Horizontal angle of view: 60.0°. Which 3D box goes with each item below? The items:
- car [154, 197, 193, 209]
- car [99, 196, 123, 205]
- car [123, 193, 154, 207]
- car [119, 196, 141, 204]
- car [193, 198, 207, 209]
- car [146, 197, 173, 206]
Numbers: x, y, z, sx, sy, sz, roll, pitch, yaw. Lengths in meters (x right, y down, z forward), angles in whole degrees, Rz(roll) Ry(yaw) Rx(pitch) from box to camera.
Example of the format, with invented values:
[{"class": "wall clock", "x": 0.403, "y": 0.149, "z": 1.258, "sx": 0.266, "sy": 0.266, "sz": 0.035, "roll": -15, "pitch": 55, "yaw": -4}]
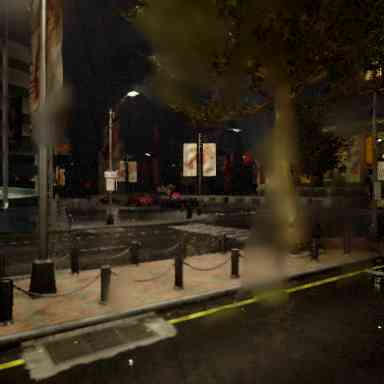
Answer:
[{"class": "car", "x": -2.594, "y": 1.588, "z": 45.564, "sx": 2.033, "sy": 1.411, "sz": 5.357, "roll": 0, "pitch": 0, "yaw": -35}, {"class": "car", "x": -15.238, "y": 1.516, "z": 61.649, "sx": 5.008, "sy": 1.535, "sz": 1.882, "roll": 0, "pitch": 0, "yaw": 42}, {"class": "car", "x": -8.541, "y": 1.261, "z": 53.839, "sx": 2.150, "sy": 2.045, "sz": 5.566, "roll": 0, "pitch": 0, "yaw": -37}, {"class": "car", "x": -11.880, "y": 1.570, "z": 63.437, "sx": 1.812, "sy": 1.442, "sz": 4.674, "roll": 0, "pitch": 0, "yaw": -44}, {"class": "car", "x": 0.153, "y": 1.538, "z": 47.721, "sx": 2.128, "sy": 1.511, "sz": 4.902, "roll": 0, "pitch": 0, "yaw": -36}, {"class": "car", "x": -5.530, "y": 1.593, "z": 55.645, "sx": 2.033, "sy": 1.411, "sz": 5.357, "roll": 0, "pitch": 0, "yaw": -36}]
